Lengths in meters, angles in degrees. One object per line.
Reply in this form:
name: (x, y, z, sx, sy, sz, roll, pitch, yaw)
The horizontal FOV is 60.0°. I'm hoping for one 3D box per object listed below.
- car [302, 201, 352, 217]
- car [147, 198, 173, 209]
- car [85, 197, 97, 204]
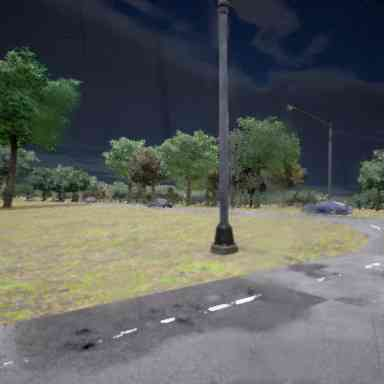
car: (12.613, 1.557, 31.285, 1.812, 1.442, 4.674, 3, -2, -35)
car: (-4.181, 1.457, 43.133, 1.994, 1.385, 4.181, 3, -2, -35)
car: (-21.164, 1.777, 69.589, 1.837, 1.490, 4.892, 3, -2, -29)
